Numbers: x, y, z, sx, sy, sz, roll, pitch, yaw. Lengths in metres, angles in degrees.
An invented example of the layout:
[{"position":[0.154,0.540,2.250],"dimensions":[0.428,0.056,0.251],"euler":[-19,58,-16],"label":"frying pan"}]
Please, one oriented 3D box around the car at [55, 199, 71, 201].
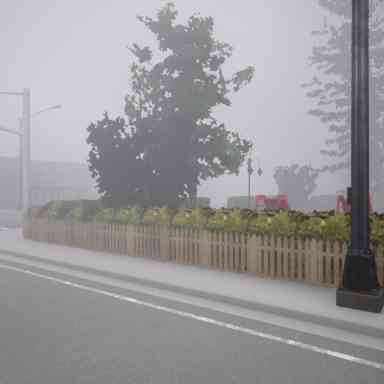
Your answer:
[{"position":[-12.729,1.477,32.187],"dimensions":[1.882,1.535,5.008],"euler":[0,0,35],"label":"car"}]
